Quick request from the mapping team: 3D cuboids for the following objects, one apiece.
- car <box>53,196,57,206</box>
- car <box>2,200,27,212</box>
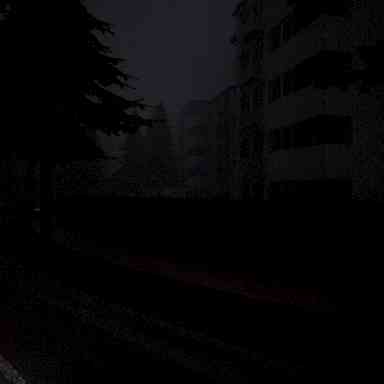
[{"bbox_3d":[-19.145,1.352,49.160,2.097,1.767,4.553,0,0,16],"label":"car"},{"bbox_3d":[-20.175,1.564,38.800,1.994,1.385,4.181,0,0,2],"label":"car"}]
